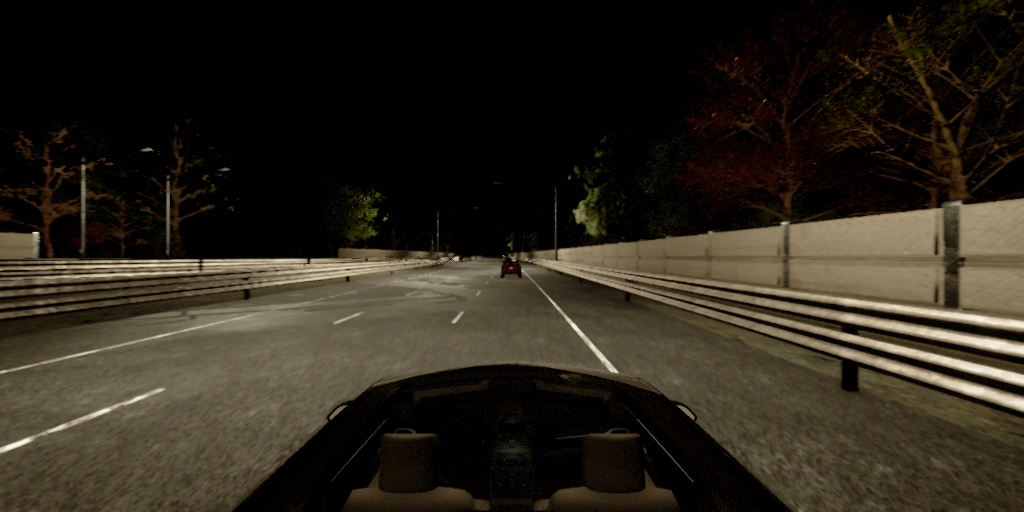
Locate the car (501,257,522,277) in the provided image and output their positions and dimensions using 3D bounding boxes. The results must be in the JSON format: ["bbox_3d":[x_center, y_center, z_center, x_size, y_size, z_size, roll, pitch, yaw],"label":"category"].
[{"bbox_3d":[-0.076,1.133,34.192,2.033,1.649,4.856,0,0,-1],"label":"car"}]
